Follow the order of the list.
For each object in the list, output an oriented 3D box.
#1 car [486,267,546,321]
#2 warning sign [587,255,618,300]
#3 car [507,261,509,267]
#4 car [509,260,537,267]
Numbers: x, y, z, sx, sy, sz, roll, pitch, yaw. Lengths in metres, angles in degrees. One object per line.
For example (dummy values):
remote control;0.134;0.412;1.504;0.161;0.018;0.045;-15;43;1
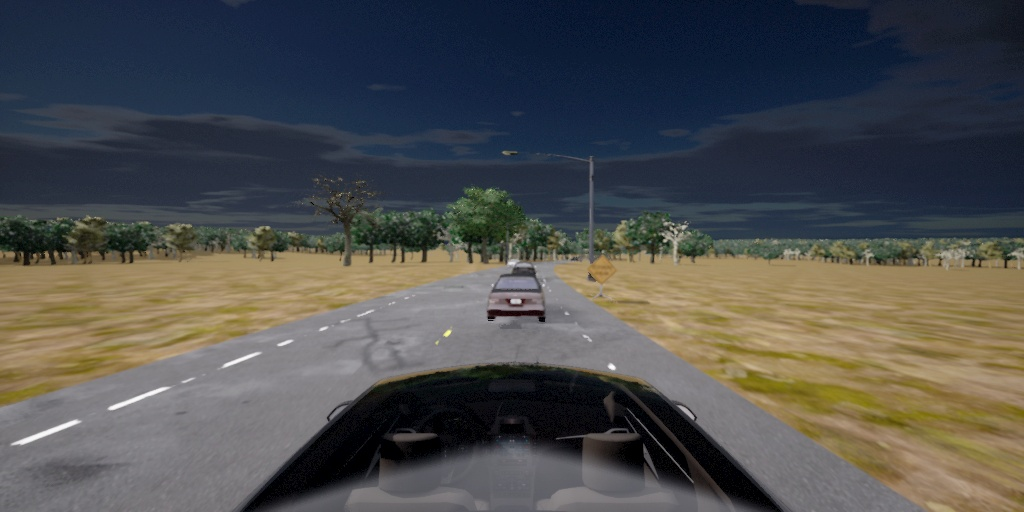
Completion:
car;0.196;1.297;12.417;2.033;1.411;5.357;0;0;2
warning sign;3.798;0.869;15.377;1.300;1.860;1.060;0;0;2
car;0.300;1.327;61.224;1.812;1.442;4.674;0;0;7
car;1.061;1.237;30.680;1.882;1.535;5.008;0;0;4
